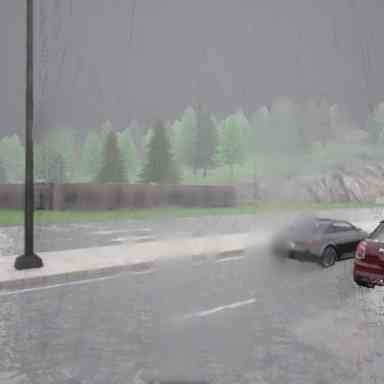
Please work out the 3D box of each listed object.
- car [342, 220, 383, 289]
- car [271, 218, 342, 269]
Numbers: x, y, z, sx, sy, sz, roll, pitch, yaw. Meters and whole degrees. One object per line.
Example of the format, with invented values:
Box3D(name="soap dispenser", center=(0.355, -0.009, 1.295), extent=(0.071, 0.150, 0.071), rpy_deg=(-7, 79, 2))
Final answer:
Box3D(name="car", center=(5.925, 1.375, 8.003), extent=(4.553, 1.767, 2.097), rpy_deg=(0, 0, -35))
Box3D(name="car", center=(4.657, 1.591, 11.393), extent=(4.181, 1.385, 1.994), rpy_deg=(0, 0, -35))
